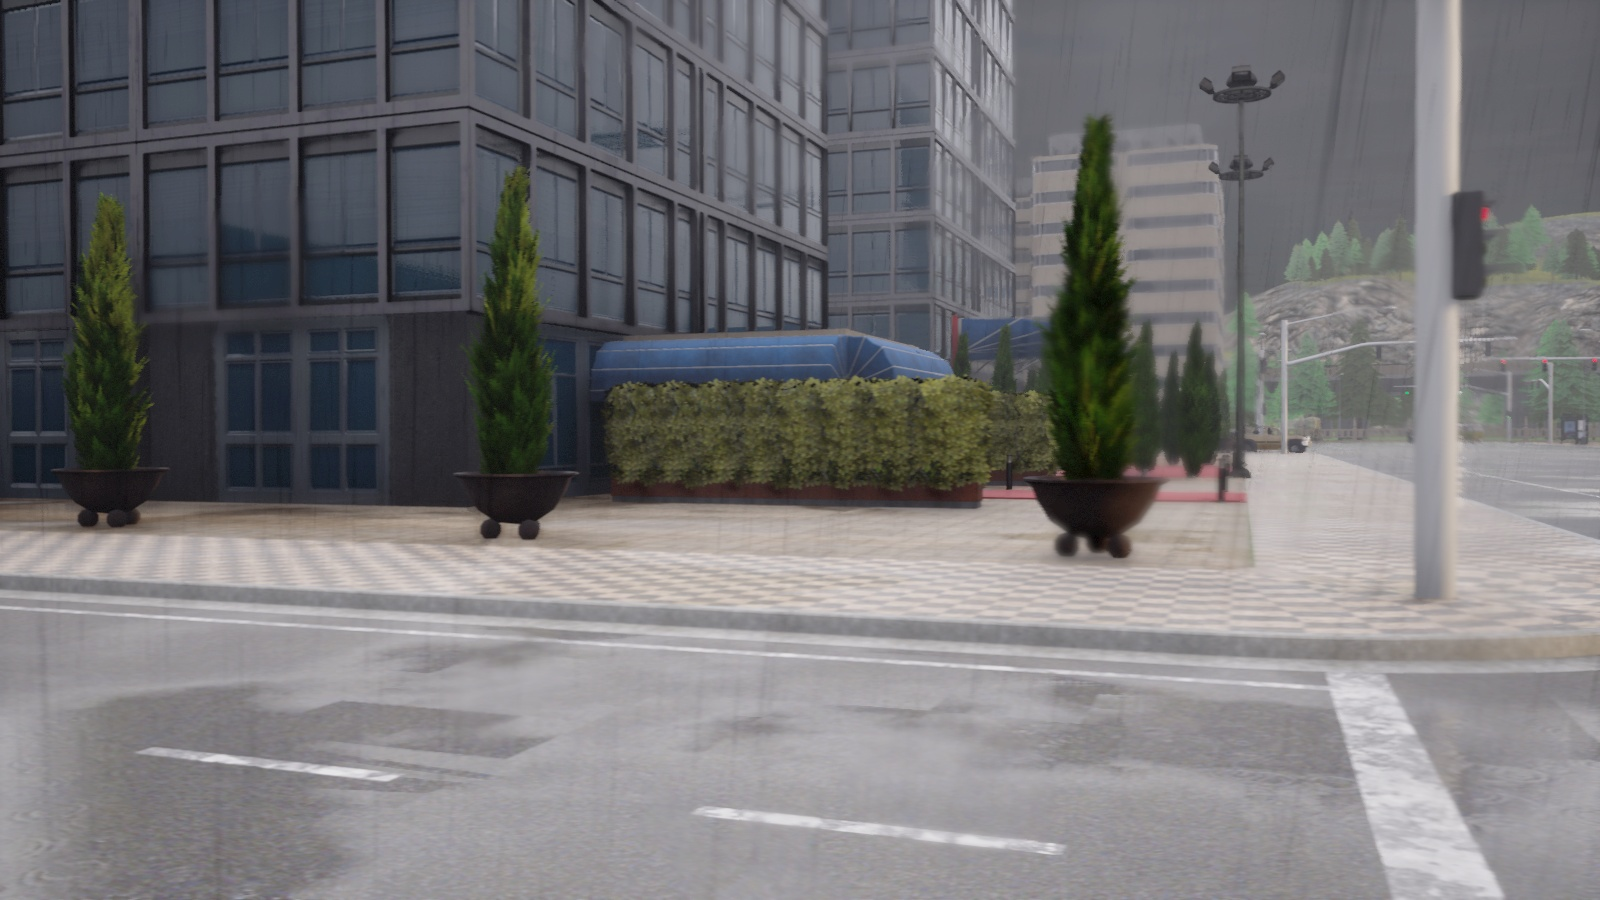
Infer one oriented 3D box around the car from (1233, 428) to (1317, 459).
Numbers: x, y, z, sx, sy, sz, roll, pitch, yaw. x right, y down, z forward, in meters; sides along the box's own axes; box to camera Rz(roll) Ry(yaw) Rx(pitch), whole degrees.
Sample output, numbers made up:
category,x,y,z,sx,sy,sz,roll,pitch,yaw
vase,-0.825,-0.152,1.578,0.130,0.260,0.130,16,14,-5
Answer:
category,x,y,z,sx,sy,sz,roll,pitch,yaw
car,29.744,-0.426,78.651,4.605,1.855,1.932,1,1,30
